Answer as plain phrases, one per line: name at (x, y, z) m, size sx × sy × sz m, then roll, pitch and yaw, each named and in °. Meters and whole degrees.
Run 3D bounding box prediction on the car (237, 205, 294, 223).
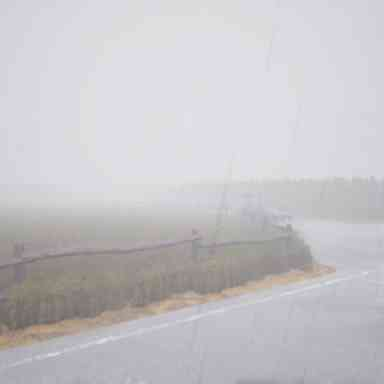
car at (5.796, 1.764, 27.280) m, size 2.033 × 1.411 × 5.357 m, roll 1°, pitch 0°, yaw -30°
